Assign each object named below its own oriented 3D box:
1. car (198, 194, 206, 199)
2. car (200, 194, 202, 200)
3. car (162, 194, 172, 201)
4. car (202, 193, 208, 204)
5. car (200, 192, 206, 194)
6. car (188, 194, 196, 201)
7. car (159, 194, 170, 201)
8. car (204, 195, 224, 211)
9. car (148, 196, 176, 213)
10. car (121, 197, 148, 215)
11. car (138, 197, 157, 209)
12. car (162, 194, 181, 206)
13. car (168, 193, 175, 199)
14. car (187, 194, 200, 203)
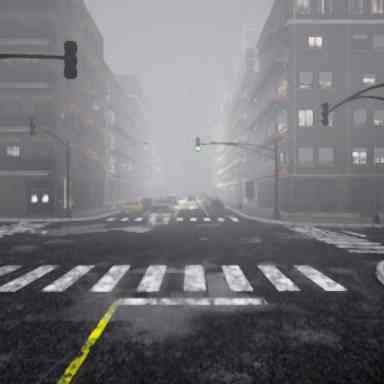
[{"bbox_3d":[2.635,1.196,87.380,1.947,1.339,4.313,1,0,0],"label":"car"},{"bbox_3d":[2.658,1.348,54.240,1.802,1.307,4.206,1,0,0],"label":"car"},{"bbox_3d":[-5.739,1.219,76.341,1.887,1.381,4.507,1,0,0],"label":"car"},{"bbox_3d":[2.668,1.253,43.193,1.967,1.590,4.097,1,0,0],"label":"car"},{"bbox_3d":[2.645,0.990,76.333,2.192,1.841,5.009,1,0,0],"label":"car"},{"bbox_3d":[-0.053,1.140,73.934,1.812,1.442,4.674,0,0,0],"label":"car"},{"bbox_3d":[-5.735,1.248,70.818,2.008,1.369,4.403,1,0,0],"label":"car"},{"bbox_3d":[2.671,1.381,37.669,1.887,1.381,4.507,1,0,0],"label":"car"},{"bbox_3d":[-3.118,1.396,34.762,2.033,1.411,5.357,0,0,0],"label":"car"},{"bbox_3d":[-5.705,1.385,31.984,1.752,1.417,4.829,1,0,0],"label":"car"},{"bbox_3d":[-5.714,1.357,43.201,1.887,1.381,4.507,1,0,0],"label":"car"},{"bbox_3d":[-3.108,1.307,50.371,1.812,1.442,4.674,0,0,0],"label":"car"},{"bbox_3d":[-5.750,1.134,92.740,1.752,1.417,4.829,1,0,0],"label":"car"},{"bbox_3d":[-0.044,1.275,63.511,2.033,1.411,5.357,0,0,0],"label":"car"}]
